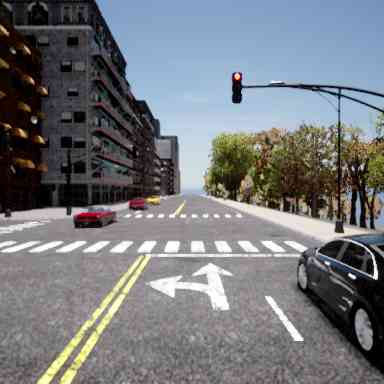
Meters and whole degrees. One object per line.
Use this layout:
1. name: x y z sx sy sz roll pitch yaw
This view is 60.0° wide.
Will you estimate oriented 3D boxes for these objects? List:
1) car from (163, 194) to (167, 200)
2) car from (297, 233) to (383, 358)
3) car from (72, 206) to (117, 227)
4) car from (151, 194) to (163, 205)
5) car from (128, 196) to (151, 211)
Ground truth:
1. car: -6.517 1.135 72.580 2.097 1.767 4.553 0 0 0
2. car: 3.313 1.500 5.922 1.837 1.490 4.892 0 0 2
3. car: -6.622 1.647 23.046 1.895 1.301 4.718 -1 0 0
4. car: -6.588 1.450 57.035 1.882 1.535 5.008 0 0 0
5. car: -6.607 1.453 41.217 1.882 1.535 5.008 0 0 0
